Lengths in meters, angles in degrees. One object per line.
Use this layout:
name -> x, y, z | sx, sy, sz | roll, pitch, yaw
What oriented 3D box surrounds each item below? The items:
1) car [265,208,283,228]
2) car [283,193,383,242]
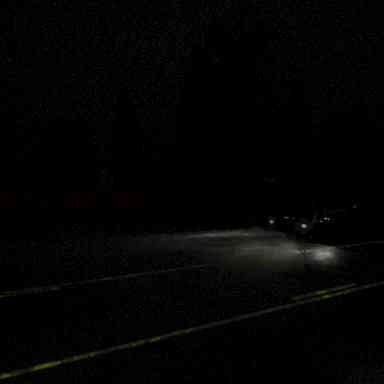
car -> 6.479, 1.351, 19.465 | 4.902, 1.511, 2.128 | 0, 0, -30
car -> 7.255, 1.097, 15.847 | 5.566, 2.045, 2.150 | 0, 0, -30
